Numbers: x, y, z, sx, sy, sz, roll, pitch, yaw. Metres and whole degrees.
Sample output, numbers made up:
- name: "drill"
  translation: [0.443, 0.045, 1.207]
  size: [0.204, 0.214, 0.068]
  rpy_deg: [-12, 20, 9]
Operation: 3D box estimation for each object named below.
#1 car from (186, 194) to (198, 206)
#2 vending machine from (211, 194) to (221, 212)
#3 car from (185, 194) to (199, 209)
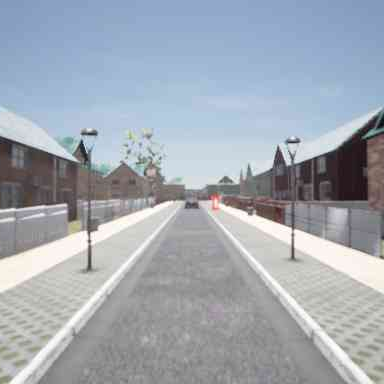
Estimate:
- name: "car"
  translation: [-0.036, 1.493, 63.983]
  size: [2.150, 2.045, 5.566]
  rpy_deg: [0, 0, 0]
- name: "vending machine"
  translation: [2.960, 1.370, 41.496]
  size: [1.100, 2.100, 0.880]
  rpy_deg: [-1, -2, 0]
- name: "car"
  translation: [-0.025, 1.561, 50.484]
  size: [2.097, 1.767, 4.553]
  rpy_deg: [0, 0, 0]
